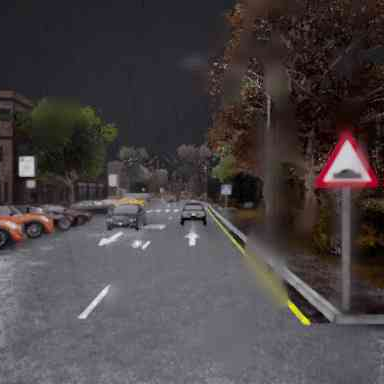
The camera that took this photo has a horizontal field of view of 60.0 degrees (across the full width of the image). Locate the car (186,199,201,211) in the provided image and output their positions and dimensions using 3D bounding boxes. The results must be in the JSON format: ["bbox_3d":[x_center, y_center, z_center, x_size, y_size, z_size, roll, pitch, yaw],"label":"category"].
[{"bbox_3d":[0.207,1.642,42.984,1.895,1.301,4.718,0,0,0],"label":"car"}]

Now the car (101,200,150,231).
[{"bbox_3d":[-3.957,1.510,20.799,1.837,1.490,4.892,0,0,0],"label":"car"}]

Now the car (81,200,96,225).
[{"bbox_3d":[-9.156,1.534,22.442,4.674,1.452,2.002,-1,0,-20],"label":"car"}]

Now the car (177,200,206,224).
[{"bbox_3d":[0.111,1.559,24.940,2.033,1.411,5.357,0,0,0],"label":"car"}]

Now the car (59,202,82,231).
[{"bbox_3d":[-9.143,1.519,19.450,4.792,1.488,2.163,-1,0,-20],"label":"car"}]

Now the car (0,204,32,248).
[{"bbox_3d":[-9.240,1.359,13.430,4.553,1.767,2.185,-1,0,-20],"label":"car"}]

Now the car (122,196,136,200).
[{"bbox_3d":[-8.935,1.508,34.507,5.366,1.575,1.946,-1,0,-20],"label":"car"}]

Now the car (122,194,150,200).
[{"bbox_3d":[-9.119,1.497,49.463,5.008,1.535,2.097,-1,0,-20],"label":"car"}]

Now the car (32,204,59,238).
[{"bbox_3d":[-9.221,1.362,16.431,4.553,1.767,2.185,-1,0,-20],"label":"car"}]

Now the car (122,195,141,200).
[{"bbox_3d":[-8.929,1.512,37.508,5.366,1.575,1.946,-1,0,-20],"label":"car"}]

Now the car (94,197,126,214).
[{"bbox_3d":[-9.125,1.509,31.443,4.892,1.521,2.231,-1,0,-20],"label":"car"}]

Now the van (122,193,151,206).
[{"bbox_3d":[-9.253,1.205,55.408,4.442,1.987,1.878,-1,1,-20],"label":"van"}]

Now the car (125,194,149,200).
[{"bbox_3d":[-9.272,1.523,46.395,5.366,1.575,1.946,-1,0,-20],"label":"car"}]

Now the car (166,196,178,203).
[{"bbox_3d":[-3.683,1.419,62.977,1.994,1.385,4.181,0,1,2],"label":"car"}]
